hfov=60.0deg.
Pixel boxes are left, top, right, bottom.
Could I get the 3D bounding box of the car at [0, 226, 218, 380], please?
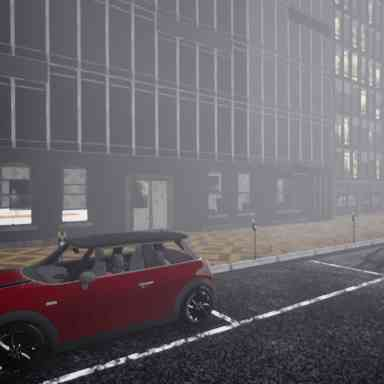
[{"bbox_3d":[-1.626,1.440,5.405,4.097,1.590,1.967,0,0,-35],"label":"car"}]
